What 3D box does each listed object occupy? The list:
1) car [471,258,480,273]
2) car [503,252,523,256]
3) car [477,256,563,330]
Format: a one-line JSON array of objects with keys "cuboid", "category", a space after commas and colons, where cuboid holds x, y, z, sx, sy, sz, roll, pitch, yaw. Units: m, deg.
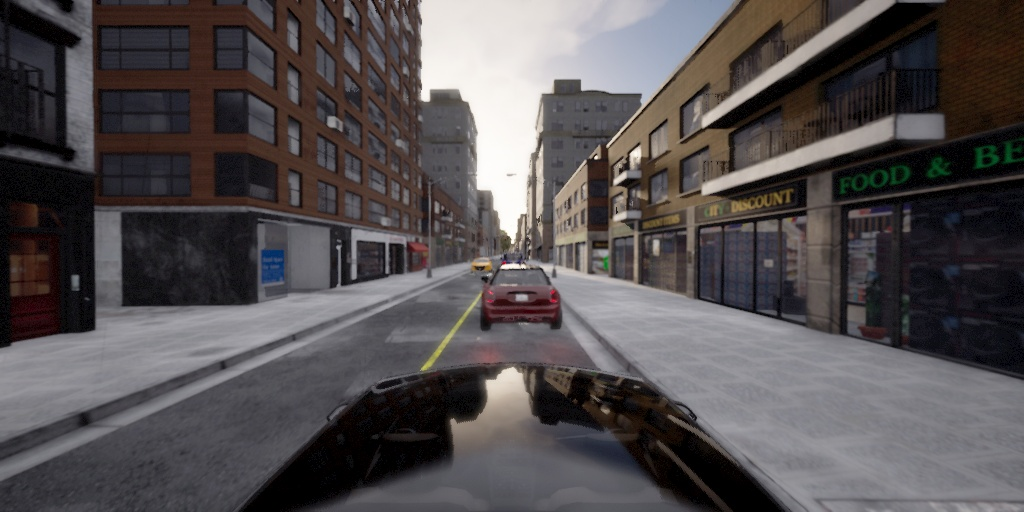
[{"cuboid": [-3.091, 0.907, 36.962, 1.882, 1.535, 5.008, 0, 1, 0], "category": "car"}, {"cuboid": [0.103, 0.695, 32.052, 2.150, 2.045, 5.566, 0, 1, 0], "category": "car"}, {"cuboid": [0.133, 1.017, 10.908, 2.097, 1.767, 4.553, 0, 1, -3], "category": "car"}]
